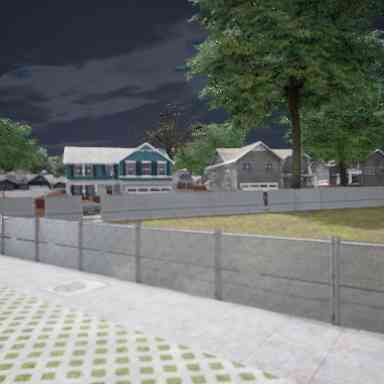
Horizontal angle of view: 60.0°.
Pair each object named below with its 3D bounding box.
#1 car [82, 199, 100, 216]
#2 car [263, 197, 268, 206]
[{"bbox_3d":[-9.590,1.241,26.788,4.181,1.385,1.994,-2,-1,-18],"label":"car"},{"bbox_3d":[9.074,0.631,32.530,5.357,1.411,2.033,-2,-1,-16],"label":"car"}]
